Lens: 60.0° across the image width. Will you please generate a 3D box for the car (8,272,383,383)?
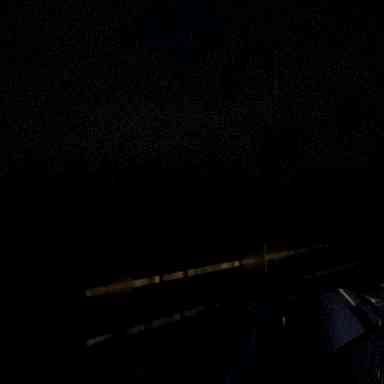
[{"bbox_3d":[0.592,1.688,3.495,5.357,1.411,2.033,0,-3,-40],"label":"car"}]
